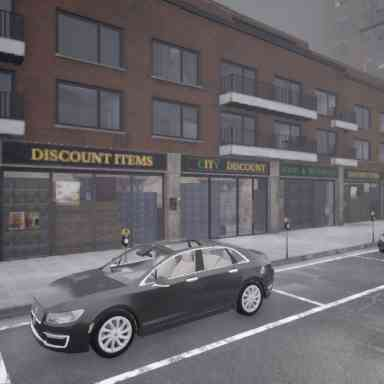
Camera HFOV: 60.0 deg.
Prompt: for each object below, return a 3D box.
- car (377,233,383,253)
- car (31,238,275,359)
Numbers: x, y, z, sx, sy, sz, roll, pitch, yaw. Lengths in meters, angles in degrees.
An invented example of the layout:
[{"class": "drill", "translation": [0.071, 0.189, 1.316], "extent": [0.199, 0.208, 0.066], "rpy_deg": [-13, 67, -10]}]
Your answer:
[{"class": "car", "translation": [6.216, 1.492, 7.393], "extent": [4.902, 1.511, 2.128], "rpy_deg": [0, 0, -36]}, {"class": "car", "translation": [-0.418, 1.551, 5.893], "extent": [4.403, 1.369, 2.008], "rpy_deg": [0, 0, -36]}]
